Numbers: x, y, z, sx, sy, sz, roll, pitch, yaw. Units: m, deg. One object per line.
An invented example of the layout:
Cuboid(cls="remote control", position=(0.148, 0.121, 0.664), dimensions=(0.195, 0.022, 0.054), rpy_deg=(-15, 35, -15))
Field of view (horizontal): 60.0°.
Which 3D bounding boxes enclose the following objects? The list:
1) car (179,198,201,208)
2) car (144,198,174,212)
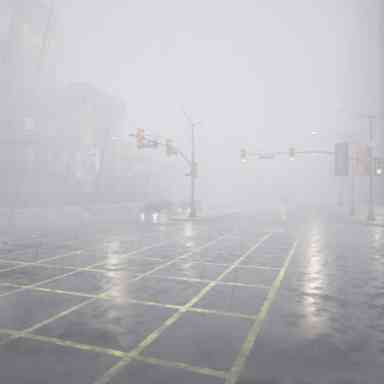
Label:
Cuboid(cls="car", position=(-0.245, 1.601, 48.501), dimensions=(1.895, 1.301, 4.718), rpy_deg=(0, 0, 21))
Cuboid(cls="car", position=(-3.817, 1.478, 38.931), dimensions=(1.882, 1.535, 5.008), rpy_deg=(0, 0, 23))
